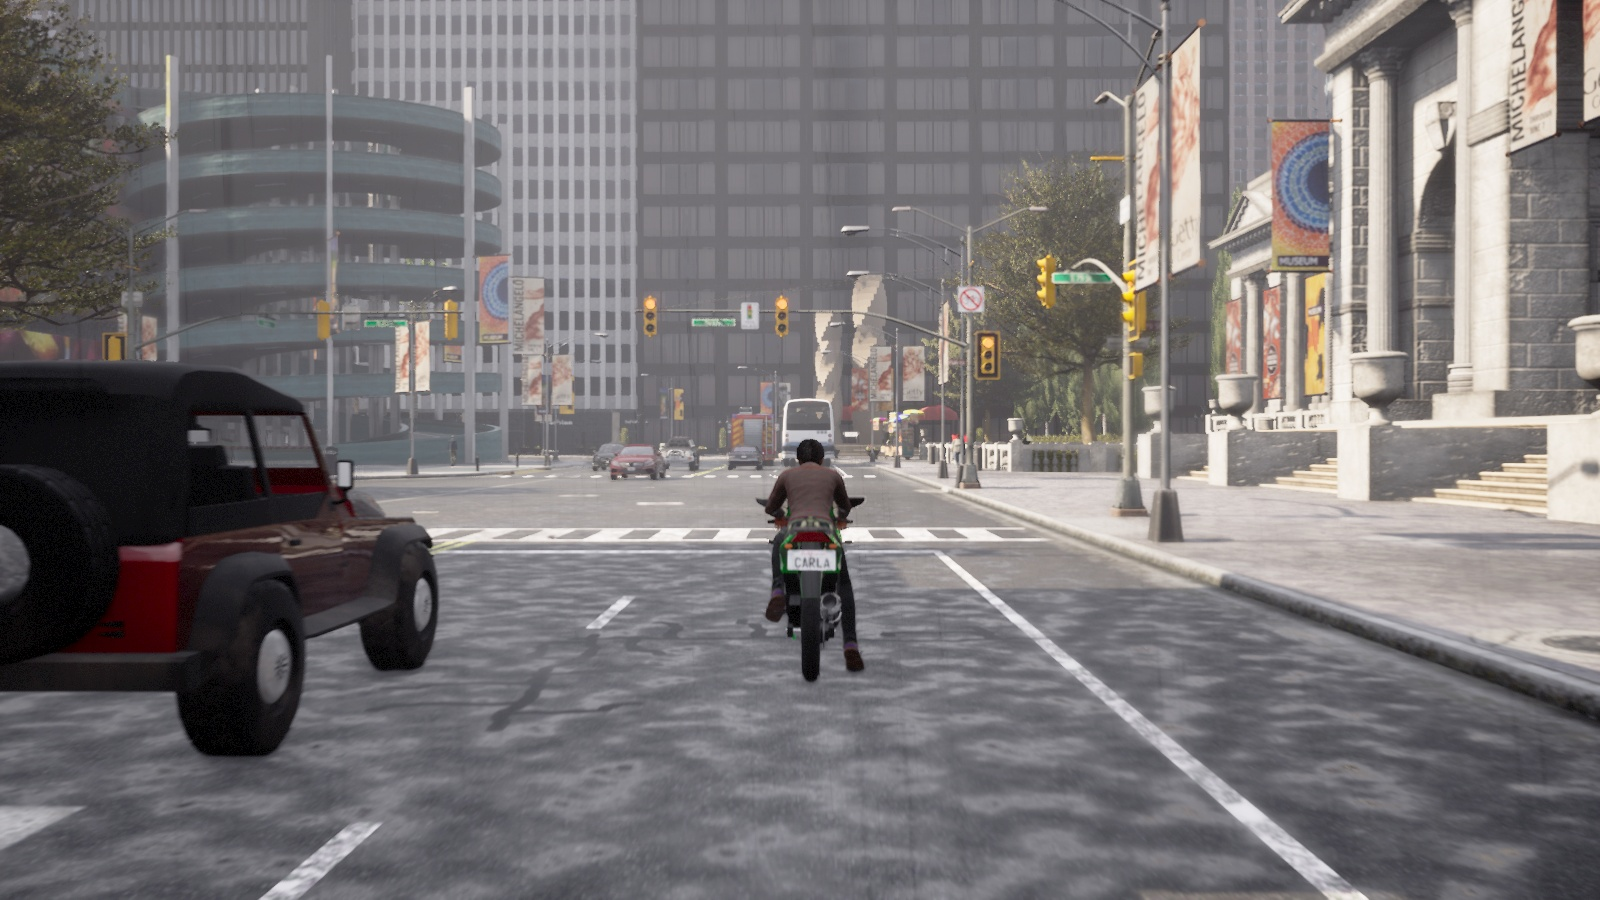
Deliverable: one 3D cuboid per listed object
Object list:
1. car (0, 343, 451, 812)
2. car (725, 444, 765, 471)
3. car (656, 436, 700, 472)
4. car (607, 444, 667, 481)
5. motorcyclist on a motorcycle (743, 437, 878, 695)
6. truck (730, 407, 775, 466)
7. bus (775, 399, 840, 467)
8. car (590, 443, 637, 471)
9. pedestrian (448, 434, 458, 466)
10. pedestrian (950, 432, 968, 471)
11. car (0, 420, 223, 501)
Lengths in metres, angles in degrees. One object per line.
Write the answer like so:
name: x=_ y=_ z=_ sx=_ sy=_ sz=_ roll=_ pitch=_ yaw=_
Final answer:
car: x=-3.440 y=0.500 z=6.968 sx=1.905 sy=1.878 sz=3.866 roll=0 pitch=0 yaw=0
car: x=-3.048 y=0.394 z=70.543 sx=2.033 sy=1.411 sz=5.357 roll=0 pitch=0 yaw=0
car: x=-6.556 y=0.171 z=68.073 sx=1.932 sy=1.855 sz=4.605 roll=0 pitch=1 yaw=0
car: x=-6.654 y=0.476 z=51.737 sx=1.812 sy=1.442 sz=4.674 roll=0 pitch=0 yaw=0
motorcyclist on a motorcycle: x=0.069 y=0.681 z=8.459 sx=0.797 sy=1.523 sz=2.044 roll=0 pitch=0 yaw=0
truck: x=-3.275 y=-0.900 z=85.167 sx=2.891 sy=3.827 sz=8.468 roll=0 pitch=0 yaw=-3
bus: x=0.374 y=-1.100 z=83.551 sx=3.944 sy=4.253 sz=10.273 roll=0 pitch=0 yaw=-1
car: x=-10.056 y=0.360 z=68.004 sx=1.837 sy=1.490 sz=4.892 roll=0 pitch=0 yaw=0
pedestrian: x=-19.995 y=-0.020 z=72.332 sx=0.402 sy=1.842 sz=0.726 roll=0 pitch=0 yaw=-2
pedestrian: x=7.652 y=0.069 z=60.392 sx=0.874 sy=1.855 sz=0.900 roll=0 pitch=0 yaw=7
car: x=-18.399 y=0.265 z=32.910 sx=5.566 sy=2.045 sz=2.150 roll=0 pitch=0 yaw=-1
